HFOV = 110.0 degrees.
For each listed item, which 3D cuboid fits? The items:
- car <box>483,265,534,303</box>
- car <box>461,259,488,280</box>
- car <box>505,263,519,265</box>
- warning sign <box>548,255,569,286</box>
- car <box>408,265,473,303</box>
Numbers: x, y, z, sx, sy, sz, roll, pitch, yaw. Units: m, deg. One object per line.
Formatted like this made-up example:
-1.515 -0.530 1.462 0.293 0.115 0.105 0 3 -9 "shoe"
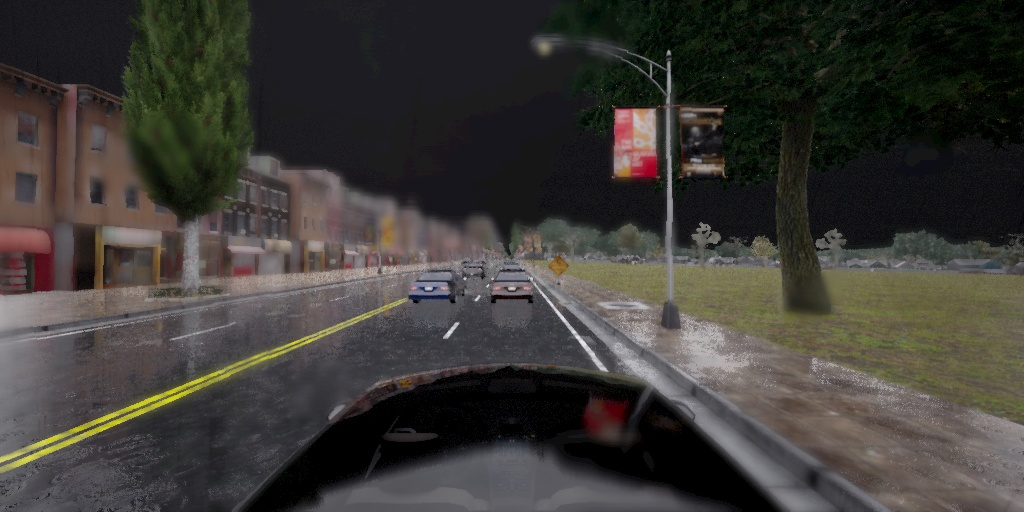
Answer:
0.000 1.321 16.502 2.033 1.411 5.357 0 0 0 "car"
-3.250 1.267 31.505 2.128 1.511 4.902 0 0 0 "car"
0.000 1.335 31.504 2.033 1.411 5.357 0 0 0 "car"
2.850 0.876 21.818 1.300 1.860 1.060 0 0 0 "warning sign"
-3.250 1.321 16.502 2.033 1.411 5.357 0 0 0 "car"
